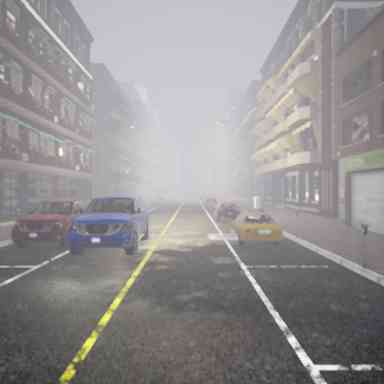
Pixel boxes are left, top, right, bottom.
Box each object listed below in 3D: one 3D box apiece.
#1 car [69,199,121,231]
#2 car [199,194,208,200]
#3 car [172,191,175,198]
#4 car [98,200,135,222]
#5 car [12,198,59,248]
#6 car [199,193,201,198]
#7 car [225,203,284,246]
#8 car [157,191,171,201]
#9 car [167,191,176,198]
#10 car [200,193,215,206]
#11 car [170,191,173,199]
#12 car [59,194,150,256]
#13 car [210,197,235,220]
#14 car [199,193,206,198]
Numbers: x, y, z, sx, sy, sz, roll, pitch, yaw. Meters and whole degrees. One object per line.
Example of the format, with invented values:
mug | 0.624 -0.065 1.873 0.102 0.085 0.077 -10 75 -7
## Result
car | -5.695 1.305 20.064 1.967 1.590 4.097 0 0 0
car | 2.666 1.045 76.425 1.947 1.339 4.313 0 0 0
car | -5.717 0.985 82.062 1.887 1.381 4.507 0 0 0
car | -5.697 1.371 25.702 1.887 1.381 4.507 0 0 0
car | -5.693 1.218 14.428 2.192 1.841 5.009 0 0 0
car | 2.669 1.042 70.958 1.752 1.417 4.829 0 0 0
car | 2.687 1.427 14.598 1.752 1.417 4.829 0 0 0
car | -5.711 1.108 65.153 2.008 1.369 4.403 0 0 0
car | -5.719 0.678 93.334 2.192 1.841 5.009 0 0 0
car | 2.676 1.224 48.244 2.008 1.369 4.403 0 0 0
car | -5.713 1.069 70.790 2.008 1.369 4.403 0 0 0
car | -3.004 1.133 13.143 2.150 2.045 5.566 0 0 0
car | 2.683 1.371 25.700 1.887 1.381 4.507 0 0 0
car | 2.662 0.983 87.697 1.802 1.307 4.206 0 0 0
